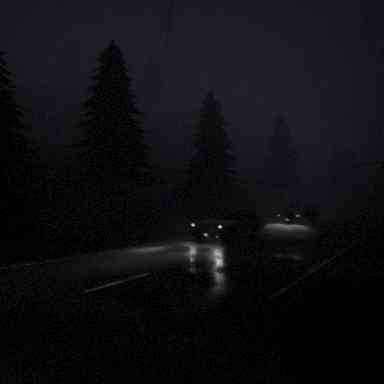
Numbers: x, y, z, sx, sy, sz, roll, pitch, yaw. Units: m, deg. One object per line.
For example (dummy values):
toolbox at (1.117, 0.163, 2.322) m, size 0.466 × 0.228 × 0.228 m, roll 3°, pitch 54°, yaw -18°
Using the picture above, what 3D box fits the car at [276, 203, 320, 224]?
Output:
car at (8.134, 1.529, 25.114) m, size 2.033 × 1.411 × 5.357 m, roll 0°, pitch 0°, yaw 36°

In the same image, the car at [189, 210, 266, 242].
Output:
car at (1.885, 1.581, 16.505) m, size 1.895 × 1.301 × 4.718 m, roll 0°, pitch 0°, yaw 36°
